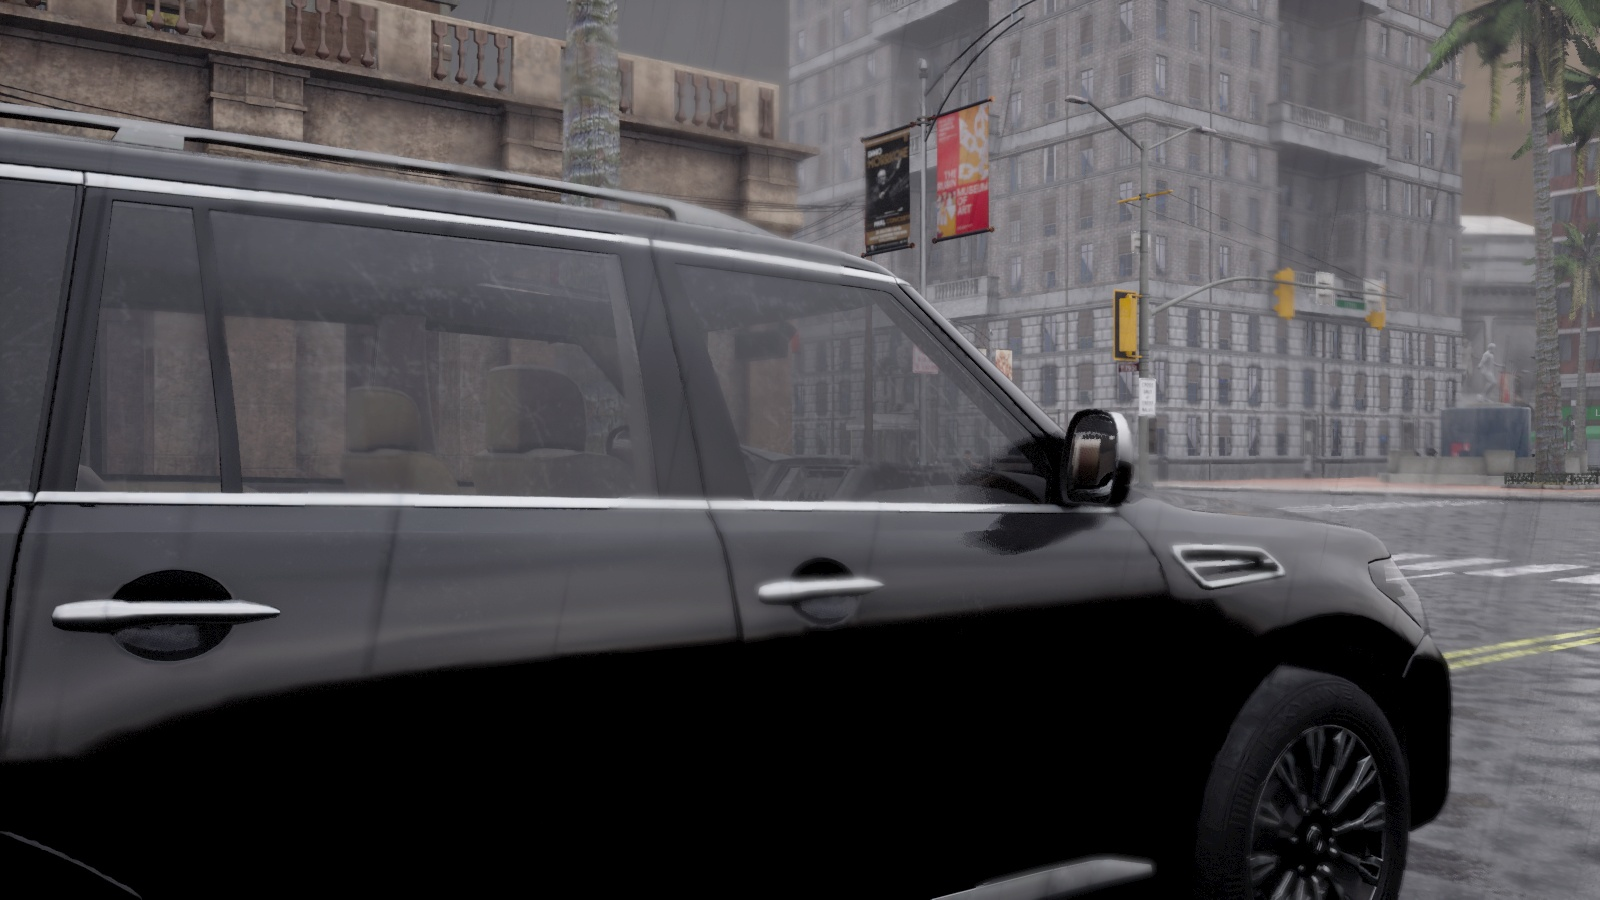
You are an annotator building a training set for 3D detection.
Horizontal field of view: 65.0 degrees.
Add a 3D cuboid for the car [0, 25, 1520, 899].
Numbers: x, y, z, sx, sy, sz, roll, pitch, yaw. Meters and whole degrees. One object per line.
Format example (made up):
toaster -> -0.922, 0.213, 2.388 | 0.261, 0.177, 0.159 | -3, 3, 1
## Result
car -> -0.661, 0.473, 3.201 | 5.566, 2.045, 2.150 | 0, 0, -35
